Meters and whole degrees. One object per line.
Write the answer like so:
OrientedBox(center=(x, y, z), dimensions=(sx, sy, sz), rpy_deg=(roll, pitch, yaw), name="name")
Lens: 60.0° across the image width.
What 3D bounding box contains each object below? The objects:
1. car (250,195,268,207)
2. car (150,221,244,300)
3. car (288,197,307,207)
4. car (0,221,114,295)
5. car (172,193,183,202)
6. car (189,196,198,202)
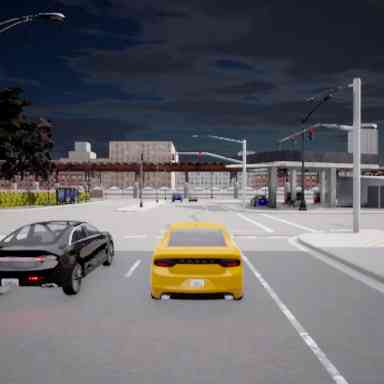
OrientedBox(center=(9.872, 1.330, 48.712), dimensions=(2.242, 1.667, 4.611), rpy_deg=(0, 0, 1), name="car")
OrientedBox(center=(0.110, 1.482, 8.450), dimensions=(1.882, 1.535, 5.008), rpy_deg=(0, 0, 0), name="car")
OrientedBox(center=(15.619, 1.504, 49.455), dimensions=(1.970, 1.475, 3.806), rpy_deg=(0, 0, 1), name="car")
OrientedBox(center=(-3.389, 1.488, 8.671), dimensions=(2.128, 1.511, 4.902), rpy_deg=(0, 0, 0), name="car")
OrientedBox(center=(-3.255, 1.237, 74.030), dimensions=(2.150, 2.045, 5.566), rpy_deg=(0, 0, 0), name="car")
OrientedBox(center=(0.242, 1.560, 73.419), dimensions=(1.994, 1.385, 4.181), rpy_deg=(0, 0, 0), name="car")
